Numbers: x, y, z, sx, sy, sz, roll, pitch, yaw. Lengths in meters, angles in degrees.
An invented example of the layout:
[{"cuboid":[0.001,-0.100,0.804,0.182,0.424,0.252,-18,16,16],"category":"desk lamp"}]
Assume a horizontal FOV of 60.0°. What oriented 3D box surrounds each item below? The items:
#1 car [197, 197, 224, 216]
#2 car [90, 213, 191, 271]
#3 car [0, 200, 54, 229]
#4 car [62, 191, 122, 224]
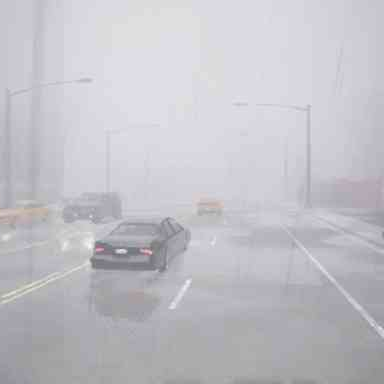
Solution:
[{"cuboid":[1.655,1.149,28.663,1.882,1.535,5.008,0,1,9],"category":"car"},{"cuboid":[-1.328,1.477,10.680,2.033,1.411,5.357,0,1,9],"category":"car"},{"cuboid":[-10.543,1.290,20.517,1.882,1.535,5.008,0,1,9],"category":"car"},{"cuboid":[-6.614,0.993,22.816,2.150,2.045,5.566,0,1,9],"category":"car"}]
